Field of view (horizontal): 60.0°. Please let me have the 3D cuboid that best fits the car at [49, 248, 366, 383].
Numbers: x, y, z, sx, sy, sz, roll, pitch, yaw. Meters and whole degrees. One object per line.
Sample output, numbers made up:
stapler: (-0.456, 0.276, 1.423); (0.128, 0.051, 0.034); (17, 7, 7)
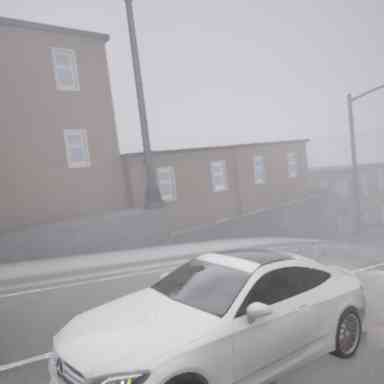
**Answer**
car: (0.596, 1.569, 4.499); (4.674, 1.442, 1.812); (0, -1, -37)
